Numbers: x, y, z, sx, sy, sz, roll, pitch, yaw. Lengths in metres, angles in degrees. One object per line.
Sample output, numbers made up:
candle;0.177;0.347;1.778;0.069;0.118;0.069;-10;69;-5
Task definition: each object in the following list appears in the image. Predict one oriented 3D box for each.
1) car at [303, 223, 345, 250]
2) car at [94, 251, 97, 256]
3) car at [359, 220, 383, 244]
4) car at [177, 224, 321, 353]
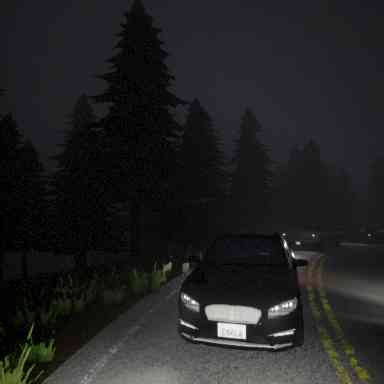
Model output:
car;6.495;2.308;17.690;1.895;1.301;4.718;-3;-6;39
car;-20.266;13.650;72.970;4.181;1.381;1.994;-2;-5;31
car;15.829;3.224;26.453;5.566;2.045;2.150;8;-8;-28
car;1.133;1.562;6.603;2.128;1.511;4.902;-1;-2;15
